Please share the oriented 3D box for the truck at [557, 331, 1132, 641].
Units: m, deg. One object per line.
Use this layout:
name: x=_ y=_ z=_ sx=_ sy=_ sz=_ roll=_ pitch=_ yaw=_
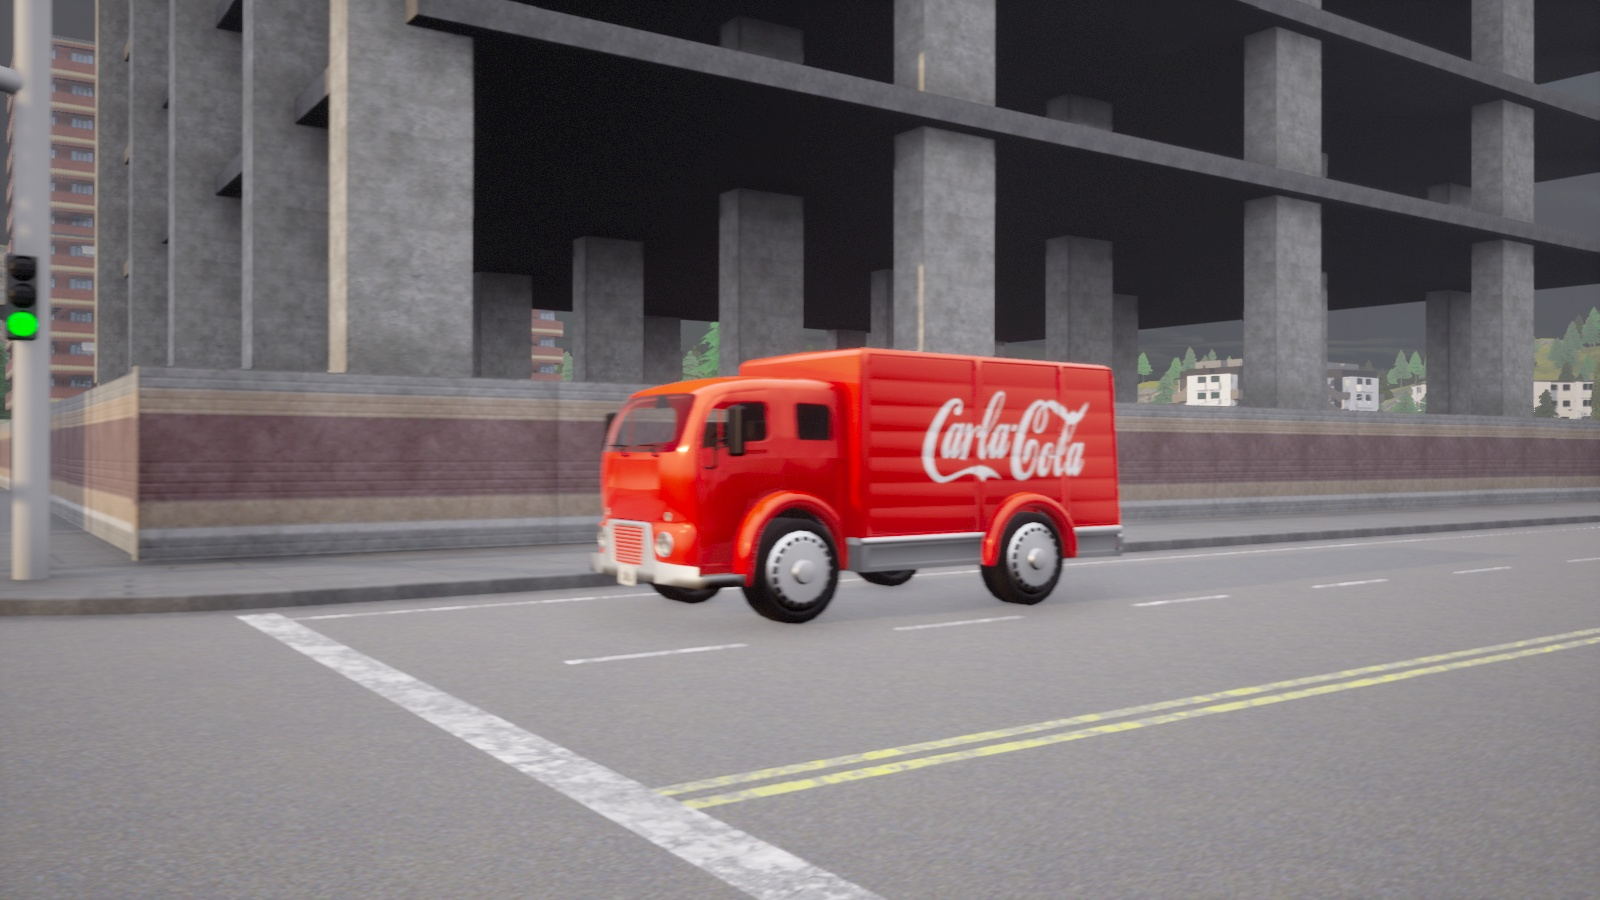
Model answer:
truck: x=0.539 y=0.288 z=12.565 sx=5.204 sy=2.467 sz=2.627 roll=0 pitch=0 yaw=-35
